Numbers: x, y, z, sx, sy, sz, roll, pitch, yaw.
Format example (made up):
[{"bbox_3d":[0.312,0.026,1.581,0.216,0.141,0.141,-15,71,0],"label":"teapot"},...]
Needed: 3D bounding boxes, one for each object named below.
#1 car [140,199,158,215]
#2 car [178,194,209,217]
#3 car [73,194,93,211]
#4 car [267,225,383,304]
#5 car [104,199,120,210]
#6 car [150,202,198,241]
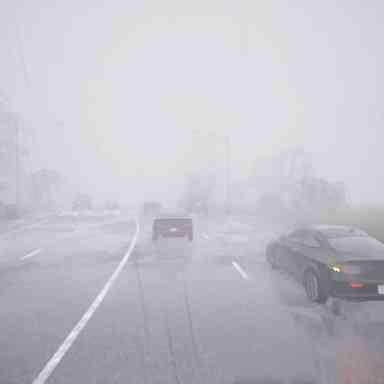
[{"bbox_3d":[-4.405,1.498,34.998,1.882,1.535,5.008,0,0,-14],"label":"car"},{"bbox_3d":[0.026,1.235,31.504,2.150,2.045,5.566,0,0,-12],"label":"car"},{"bbox_3d":[-14.070,1.255,42.831,2.150,2.045,5.566,0,0,-18],"label":"car"},{"bbox_3d":[3.239,1.521,8.054,1.812,1.442,4.674,0,0,-3],"label":"car"},{"bbox_3d":[-10.429,1.577,42.987,2.033,1.411,5.357,0,0,-17],"label":"car"},{"bbox_3d":[-1.072,1.486,16.927,1.882,1.535,5.008,0,0,-7],"label":"car"}]
